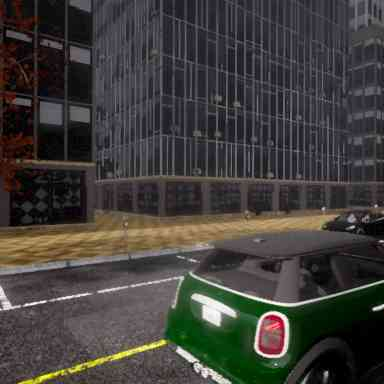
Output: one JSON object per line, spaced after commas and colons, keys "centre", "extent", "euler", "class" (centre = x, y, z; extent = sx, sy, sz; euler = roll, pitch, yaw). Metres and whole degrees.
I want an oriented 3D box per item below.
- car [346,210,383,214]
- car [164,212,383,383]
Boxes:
{"centre": [8.140, 1.563, 16.226], "extent": [4.313, 1.339, 1.947], "euler": [0, 0, -36], "class": "car"}
{"centre": [1.938, 1.351, 4.815], "extent": [4.553, 1.767, 2.097], "euler": [0, 0, -35], "class": "car"}
